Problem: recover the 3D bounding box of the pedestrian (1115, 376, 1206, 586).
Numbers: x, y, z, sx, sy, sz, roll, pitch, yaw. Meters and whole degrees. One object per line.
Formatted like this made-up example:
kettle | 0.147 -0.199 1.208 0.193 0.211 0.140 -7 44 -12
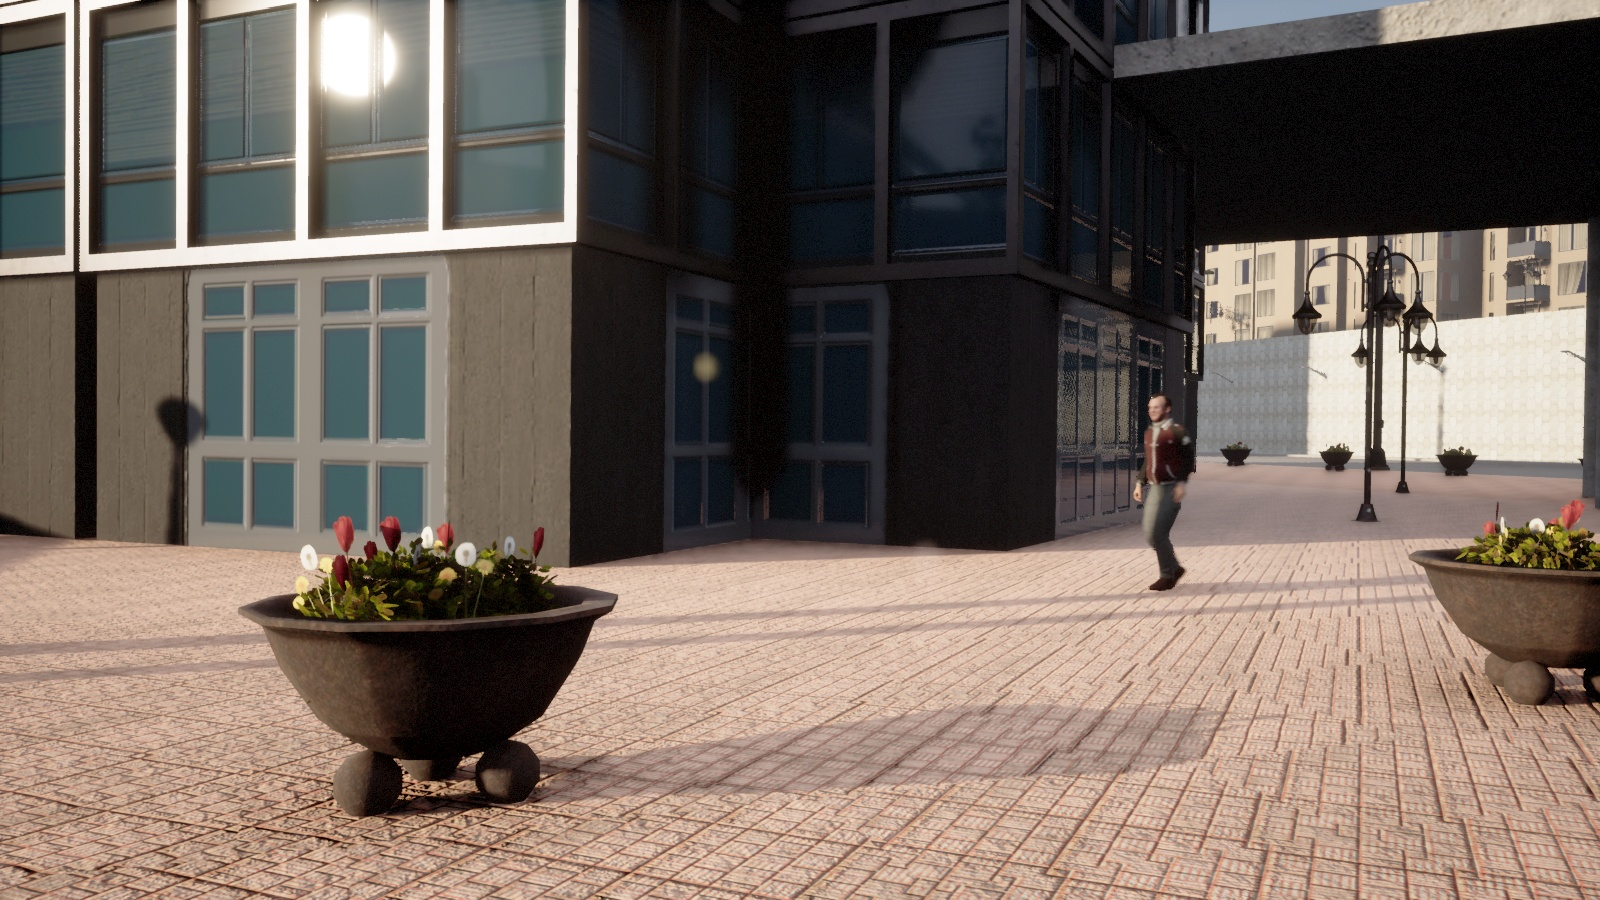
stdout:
pedestrian | 3.283 0.269 11.429 0.720 1.854 0.376 -1 1 -26
